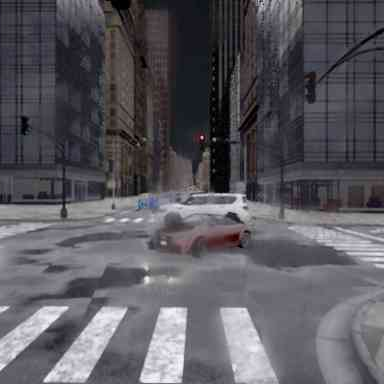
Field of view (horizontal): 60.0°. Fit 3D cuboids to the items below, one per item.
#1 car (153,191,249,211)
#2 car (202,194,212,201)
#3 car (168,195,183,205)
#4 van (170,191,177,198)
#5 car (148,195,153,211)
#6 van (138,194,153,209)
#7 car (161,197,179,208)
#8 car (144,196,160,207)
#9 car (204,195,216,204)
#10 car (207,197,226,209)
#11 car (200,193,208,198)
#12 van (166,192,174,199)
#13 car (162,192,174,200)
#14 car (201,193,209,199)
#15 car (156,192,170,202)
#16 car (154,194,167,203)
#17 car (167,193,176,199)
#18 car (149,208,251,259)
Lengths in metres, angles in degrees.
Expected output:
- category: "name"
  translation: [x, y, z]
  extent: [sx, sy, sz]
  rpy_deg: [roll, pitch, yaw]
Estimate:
- category: "car"
  translation: [0.680, 1.110, 20.159]
  extent: [5.566, 2.045, 2.150]
  rpy_deg: [0, 0, 0]
- category: "car"
  translation: [3.168, 1.140, 69.080]
  extent: [1.887, 1.381, 4.507]
  rpy_deg: [0, 0, 0]
- category: "car"
  translation: [-2.632, 1.247, 53.710]
  extent: [2.033, 1.411, 5.357]
  rpy_deg: [0, 0, 1]
- category: "van"
  translation: [-5.176, 0.768, 91.737]
  extent: [1.690, 1.788, 3.998]
  rpy_deg: [0, 0, 0]
- category: "car"
  translation: [-2.876, 1.300, 33.399]
  extent: [1.882, 1.535, 5.008]
  rpy_deg: [0, 0, 1]
- category: "van"
  translation: [-5.580, 1.120, 40.901]
  extent: [1.690, 1.788, 3.998]
  rpy_deg: [0, 0, 0]
- category: "car"
  translation: [-2.783, 1.328, 43.358]
  extent: [1.994, 1.385, 4.181]
  rpy_deg: [0, 0, 1]
- category: "car"
  translation: [-5.536, 1.327, 46.551]
  extent: [1.802, 1.307, 4.206]
  rpy_deg: [0, 0, 0]
- category: "car"
  translation: [3.078, 1.255, 57.783]
  extent: [1.802, 1.307, 4.206]
  rpy_deg: [0, 0, 0]
- category: "car"
  translation: [2.944, 1.345, 40.836]
  extent: [1.947, 1.339, 4.313]
  rpy_deg: [0, 0, 0]
- category: "car"
  translation: [3.348, 0.978, 91.674]
  extent: [2.008, 1.369, 4.403]
  rpy_deg: [0, 0, 0]
- category: "van"
  translation: [-5.265, 0.853, 80.441]
  extent: [1.690, 1.788, 3.998]
  rpy_deg: [0, 0, 0]
- category: "car"
  translation: [-5.310, 0.869, 74.792]
  extent: [2.192, 1.841, 5.009]
  rpy_deg: [0, 0, 0]
- category: "car"
  translation: [3.303, 1.051, 86.026]
  extent: [1.802, 1.307, 4.206]
  rpy_deg: [0, 0, 0]
- category: "car"
  translation: [-5.400, 0.949, 63.495]
  extent: [2.192, 1.841, 5.009]
  rpy_deg: [0, 0, 0]
- category: "car"
  translation: [-5.446, 1.113, 57.848]
  extent: [1.967, 1.590, 4.097]
  rpy_deg: [0, 0, 0]
- category: "car"
  translation: [-5.222, 1.014, 86.090]
  extent: [1.887, 1.381, 4.507]
  rpy_deg: [0, 0, 0]
- category: "car"
  translation: [0.424, 1.503, 12.492]
  extent: [1.994, 1.385, 4.181]
  rpy_deg: [0, 0, 44]
